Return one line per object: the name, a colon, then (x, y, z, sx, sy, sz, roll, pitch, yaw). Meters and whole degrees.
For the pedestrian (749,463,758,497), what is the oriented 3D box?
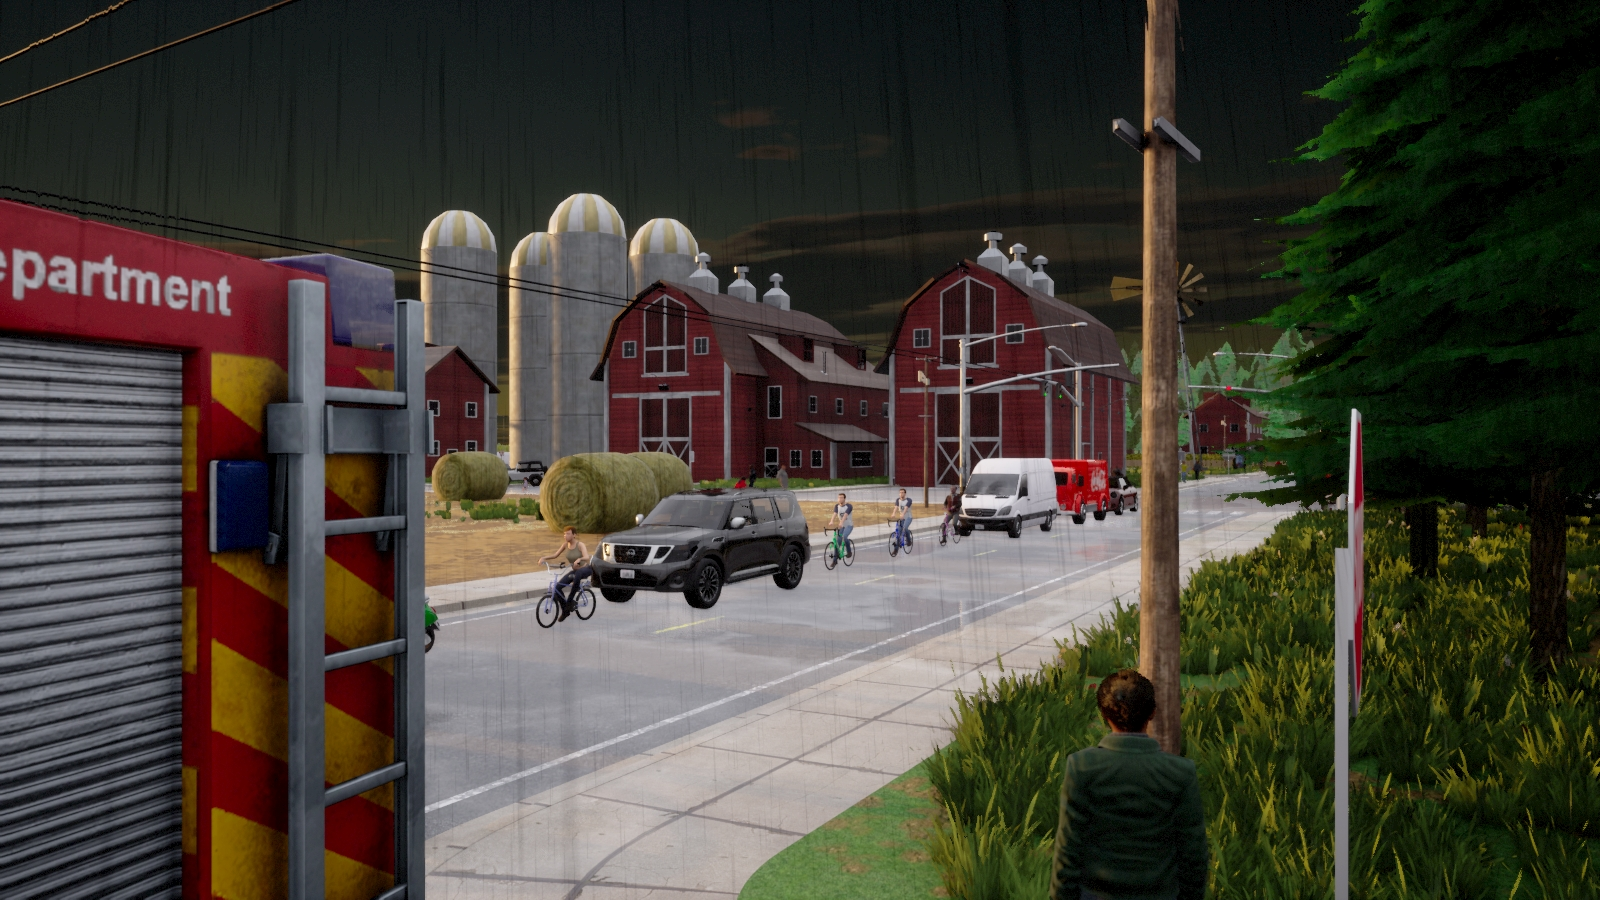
pedestrian: (-2.604, 1.669, 63.611, 0.375, 1.860, 0.375, 0, 0, 27)

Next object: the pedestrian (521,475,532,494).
pedestrian: (-16.135, 2.051, 67.491, 0.500, 1.100, 0.500, 0, 0, 2)

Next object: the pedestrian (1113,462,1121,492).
pedestrian: (19.725, 1.696, 71.046, 0.375, 1.860, 0.375, 0, 0, 31)

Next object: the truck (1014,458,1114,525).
truck: (10.558, 1.568, 45.374, 2.627, 2.467, 5.204, 0, 0, 28)

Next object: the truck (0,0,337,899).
truck: (-5.980, 0.867, 3.787, 8.468, 3.827, 2.891, 0, 0, 20)

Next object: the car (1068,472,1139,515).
car: (13.659, 1.903, 51.221, 2.097, 1.767, 4.553, 0, 0, 28)

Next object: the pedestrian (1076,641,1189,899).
pedestrian: (1.197, 1.663, 4.150, 0.375, 1.860, 0.375, 0, 0, 14)

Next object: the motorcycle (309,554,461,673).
motorcycle: (-5.522, 2.142, 15.311, 0.856, 1.316, 1.805, 0, 0, 28)

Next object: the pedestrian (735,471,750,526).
pedestrian: (-1.998, 1.681, 39.631, 0.375, 1.860, 0.375, 0, 0, 34)

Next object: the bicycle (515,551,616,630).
bicycle: (-3.787, 2.256, 18.582, 0.859, 1.080, 1.487, 0, 0, 28)

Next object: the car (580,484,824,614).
car: (-1.718, 1.779, 22.429, 2.150, 2.045, 5.566, 0, 0, 27)

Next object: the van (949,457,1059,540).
van: (7.067, 1.534, 38.948, 1.988, 2.561, 5.915, 0, 0, 28)

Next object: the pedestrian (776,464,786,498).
pedestrian: (-1.026, 1.670, 61.696, 0.375, 1.860, 0.375, 0, 0, 35)
